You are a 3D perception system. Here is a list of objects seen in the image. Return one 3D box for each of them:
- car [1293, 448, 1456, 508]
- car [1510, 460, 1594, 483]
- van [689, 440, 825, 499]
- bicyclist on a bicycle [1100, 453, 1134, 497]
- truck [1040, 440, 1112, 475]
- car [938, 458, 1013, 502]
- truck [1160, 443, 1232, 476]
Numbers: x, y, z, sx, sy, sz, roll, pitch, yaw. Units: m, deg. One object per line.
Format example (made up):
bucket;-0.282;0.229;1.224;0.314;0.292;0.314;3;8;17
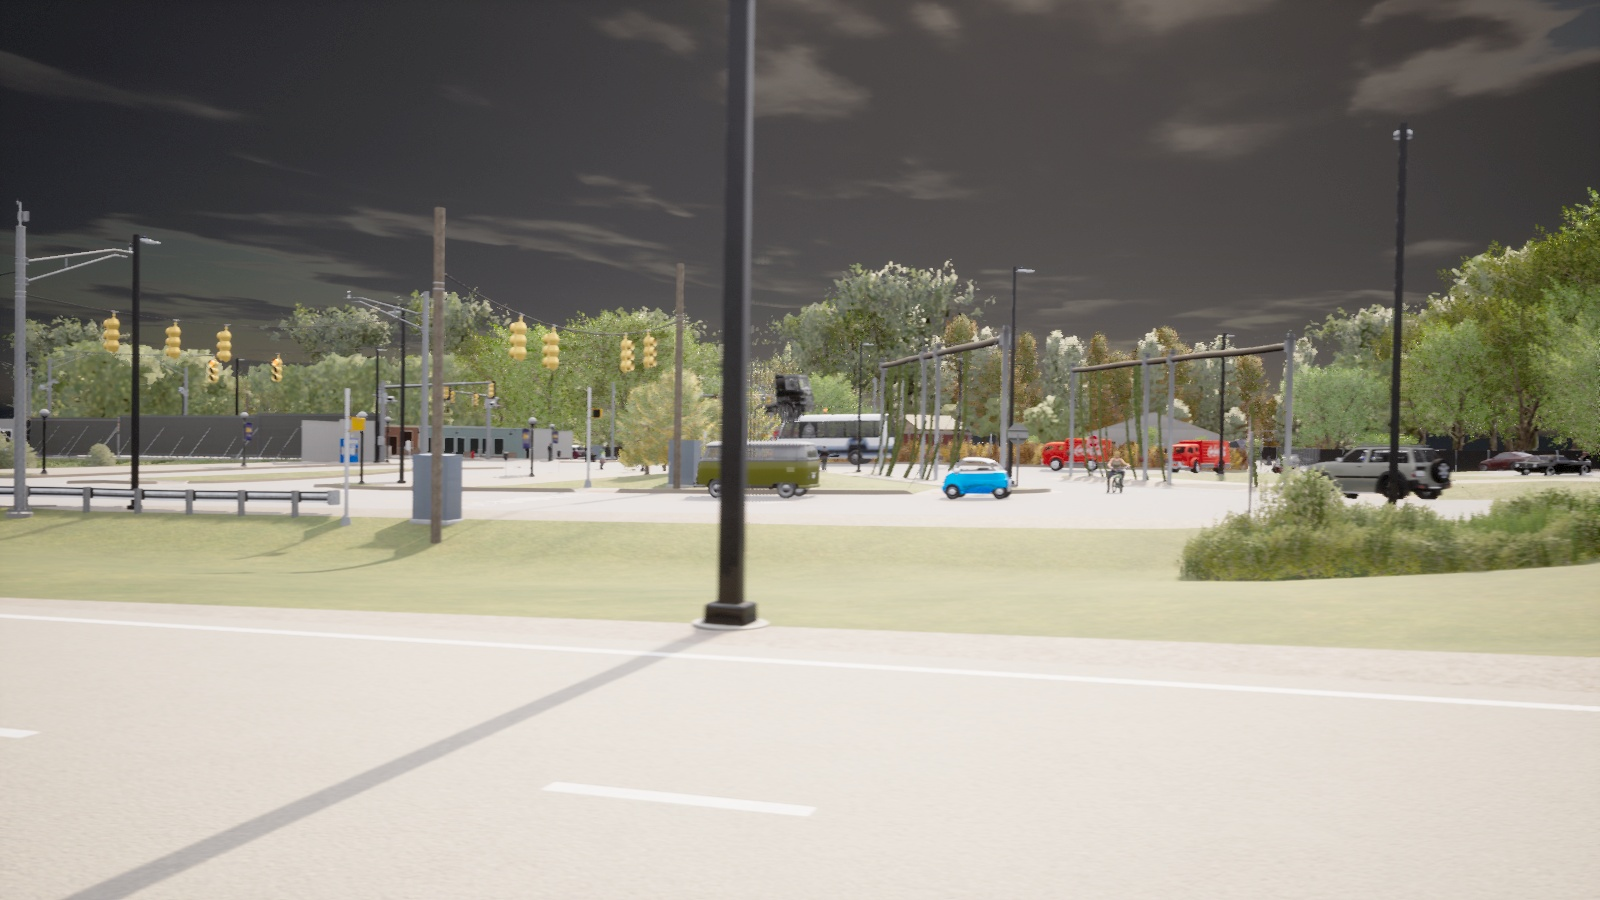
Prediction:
car;18.609;0.866;40.912;1.932;1.855;4.605;1;0;-28
car;46.112;1.295;76.973;4.718;1.301;1.895;0;1;-21
van;-1.504;0.654;44.163;4.442;1.987;1.775;0;1;18
bicyclist on a bicycle;12.040;0.935;47.756;0.866;1.612;1.509;1;-1;-1
truck;21.149;0.526;96.139;5.204;2.467;2.627;1;2;16
car;5.839;0.966;41.743;2.207;1.376;1.481;0;1;19
truck;29.858;0.730;94.589;5.204;2.467;2.627;1;-1;-38
